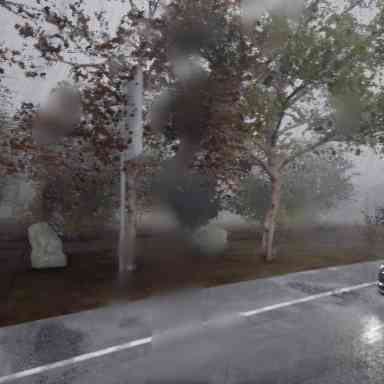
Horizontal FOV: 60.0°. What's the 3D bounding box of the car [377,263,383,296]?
[{"bbox_3d":[6.106,1.543,7.193,4.892,1.490,1.837,0,-1,-28],"label":"car"}]
